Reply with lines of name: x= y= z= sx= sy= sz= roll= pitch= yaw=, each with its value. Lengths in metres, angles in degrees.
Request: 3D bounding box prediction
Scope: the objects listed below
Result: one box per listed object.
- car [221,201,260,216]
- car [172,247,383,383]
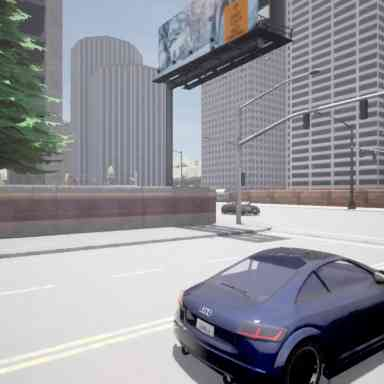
car: x=4.732 y=1.564 z=32.797 sx=1.994 sy=1.385 sz=4.181 roll=0 pitch=0 yaw=-35
car: x=1.796 y=1.564 z=5.074 sx=4.181 sy=1.385 sz=1.994 roll=0 pitch=0 yaw=-35
